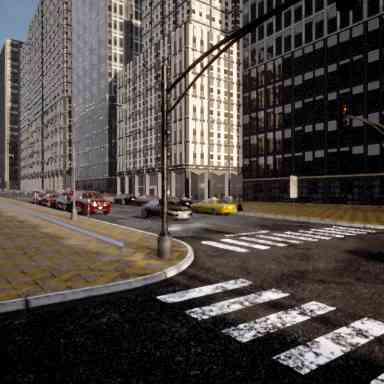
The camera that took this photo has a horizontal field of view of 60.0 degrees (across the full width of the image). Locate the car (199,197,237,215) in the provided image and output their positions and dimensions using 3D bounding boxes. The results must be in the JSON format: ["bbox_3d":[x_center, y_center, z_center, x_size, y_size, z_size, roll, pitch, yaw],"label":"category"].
[{"bbox_3d":[1.642,1.127,27.798,1.752,1.417,4.829,1,0,-36],"label":"car"}]

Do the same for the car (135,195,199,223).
[{"bbox_3d":[-1.820,1.186,22.550,1.812,1.442,4.674,0,1,-36],"label":"car"}]

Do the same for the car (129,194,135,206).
[{"bbox_3d":[-4.955,0.977,36.683,1.802,1.307,4.206,1,0,-36],"label":"car"}]

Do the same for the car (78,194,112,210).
[{"bbox_3d":[-9.840,0.969,33.543,1.994,1.385,4.181,0,1,-36],"label":"car"}]

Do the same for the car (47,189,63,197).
[{"bbox_3d":[-28.151,0.214,68.454,2.008,1.369,4.403,1,0,-36],"label":"car"}]

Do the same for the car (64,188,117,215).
[{"bbox_3d":[-8.398,0.841,27.195,2.192,1.841,5.009,1,0,-36],"label":"car"}]

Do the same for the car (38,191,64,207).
[{"bbox_3d":[-15.030,0.861,36.273,1.887,1.381,4.507,1,0,-36],"label":"car"}]

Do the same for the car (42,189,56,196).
[{"bbox_3d":[-31.465,0.104,72.993,1.887,1.381,4.507,1,0,-36],"label":"car"}]

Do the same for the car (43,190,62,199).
[{"bbox_3d":[-25.114,0.380,59.855,2.033,1.411,5.357,0,1,-34],"label":"car"}]

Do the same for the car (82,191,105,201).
[{"bbox_3d":[-14.896,0.646,50.300,1.947,1.339,4.313,1,0,-36],"label":"car"}]

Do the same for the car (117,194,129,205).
[{"bbox_3d":[-8.269,0.856,41.222,1.947,1.339,4.313,1,0,-36],"label":"car"}]

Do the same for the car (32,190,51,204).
[{"bbox_3d":[-18.344,0.793,40.811,1.802,1.307,4.206,1,0,-36],"label":"car"}]

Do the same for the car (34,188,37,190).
[{"bbox_3d":[-34.776,-0.105,77.531,1.967,1.590,4.097,1,0,-36],"label":"car"}]

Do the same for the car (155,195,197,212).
[{"bbox_3d":[-1.641,1.066,32.145,1.947,1.339,4.313,1,0,-36],"label":"car"}]

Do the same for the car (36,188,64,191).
[{"bbox_3d":[-20.935,0.446,48.898,2.097,1.767,4.553,0,1,-36],"label":"car"}]

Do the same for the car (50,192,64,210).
[{"bbox_3d":[-11.717,0.987,31.735,1.947,1.339,4.313,1,0,-36],"label":"car"}]

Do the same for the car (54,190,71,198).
[{"bbox_3d":[-24.937,0.289,64.053,1.752,1.417,4.829,1,0,-36],"label":"car"}]

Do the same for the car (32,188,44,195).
[{"bbox_3d":[-38.089,-0.208,82.070,1.967,1.590,4.097,1,0,-36],"label":"car"}]

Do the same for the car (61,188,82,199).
[{"bbox_3d":[-21.518,0.186,59.375,2.192,1.841,5.009,1,0,-36],"label":"car"}]
